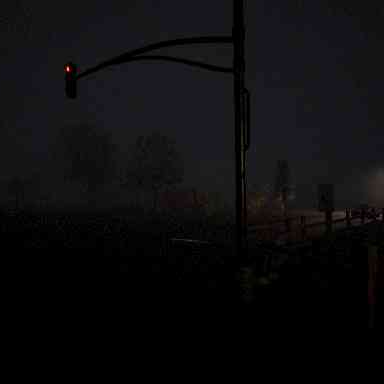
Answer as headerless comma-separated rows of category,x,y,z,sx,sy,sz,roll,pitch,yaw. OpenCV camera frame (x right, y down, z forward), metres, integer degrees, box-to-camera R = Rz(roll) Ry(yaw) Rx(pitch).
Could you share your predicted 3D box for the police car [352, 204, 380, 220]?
police car,18.807,2.124,35.781,2.038,1.542,4.974,-2,-2,40
